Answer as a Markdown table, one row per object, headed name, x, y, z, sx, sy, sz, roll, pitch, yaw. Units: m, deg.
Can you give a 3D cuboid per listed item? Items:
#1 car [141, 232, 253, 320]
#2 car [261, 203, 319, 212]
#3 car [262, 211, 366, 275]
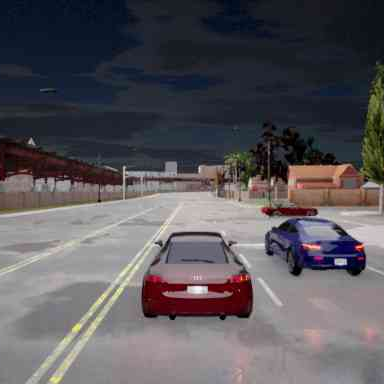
| name | x | y | z | sx | sy | sz | roll | pitch | yaw |
| --- | --- | --- | --- | --- | --- | --- | --- | --- | --- |
| car | 0.086 | 1.563 | 7.421 | 1.994 | 1.385 | 4.181 | 0 | 0 | 0 |
| car | 8.585 | 1.599 | 29.206 | 4.718 | 1.301 | 1.895 | 0 | 0 | -1 |
| car | 3.581 | 1.525 | 10.350 | 1.812 | 1.442 | 4.674 | 0 | 0 | 0 |
